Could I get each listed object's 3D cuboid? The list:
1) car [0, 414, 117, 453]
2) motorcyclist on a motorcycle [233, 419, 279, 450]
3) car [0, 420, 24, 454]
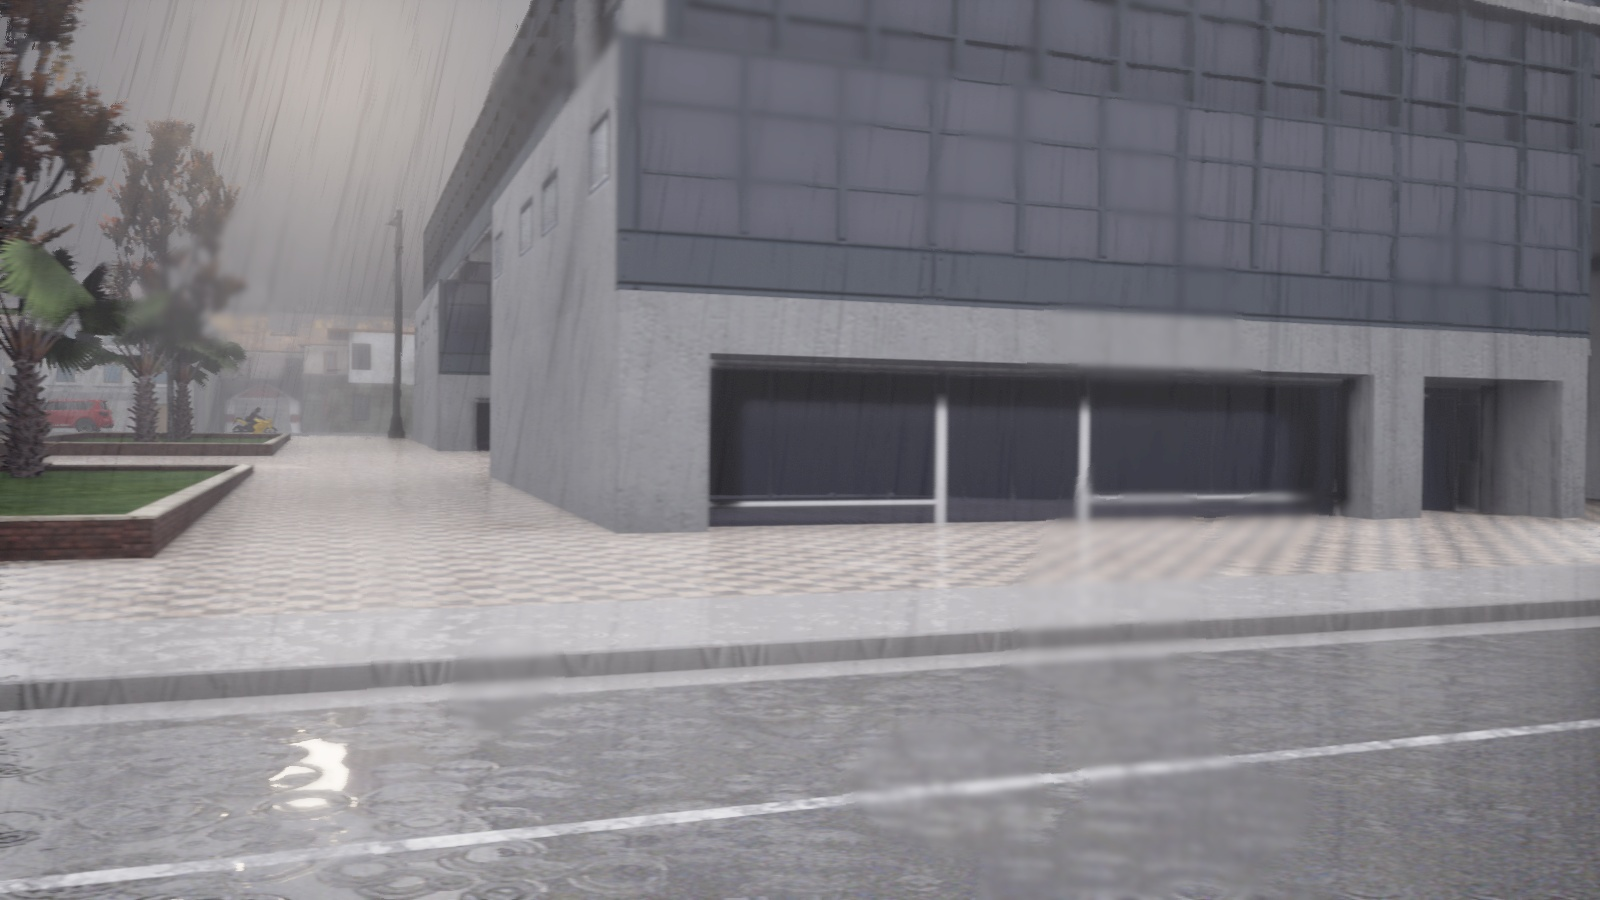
[{"bbox_3d":[-41.979,-0.956,71.033,5.566,2.045,2.150,-2,1,-21],"label":"car"},{"bbox_3d":[-26.747,-0.764,61.801,2.044,1.523,0.797,-1,1,-21],"label":"motorcyclist on a motorcycle"},{"bbox_3d":[-38.340,-0.527,57.448,4.514,1.525,2.007,-2,1,-21],"label":"car"}]
